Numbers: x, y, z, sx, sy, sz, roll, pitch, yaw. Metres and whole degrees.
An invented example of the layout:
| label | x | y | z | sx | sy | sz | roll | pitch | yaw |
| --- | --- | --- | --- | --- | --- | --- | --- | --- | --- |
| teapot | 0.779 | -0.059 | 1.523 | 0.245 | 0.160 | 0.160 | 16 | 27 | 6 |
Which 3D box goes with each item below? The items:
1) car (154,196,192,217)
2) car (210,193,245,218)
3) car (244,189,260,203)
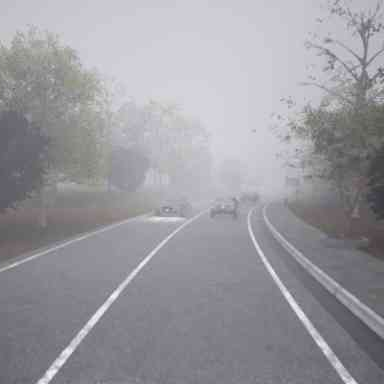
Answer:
| label | x | y | z | sx | sy | sz | roll | pitch | yaw |
| --- | --- | --- | --- | --- | --- | --- | --- | --- | --- |
| car | -1.249 | 0.952 | 23.722 | 1.994 | 1.385 | 4.181 | 1 | 2 | 11 |
| car | 2.480 | 0.982 | 23.899 | 2.033 | 1.411 | 5.357 | 1 | 2 | 11 |
| car | 7.416 | 0.630 | 42.231 | 1.895 | 1.301 | 4.718 | 2 | 2 | 19 |
